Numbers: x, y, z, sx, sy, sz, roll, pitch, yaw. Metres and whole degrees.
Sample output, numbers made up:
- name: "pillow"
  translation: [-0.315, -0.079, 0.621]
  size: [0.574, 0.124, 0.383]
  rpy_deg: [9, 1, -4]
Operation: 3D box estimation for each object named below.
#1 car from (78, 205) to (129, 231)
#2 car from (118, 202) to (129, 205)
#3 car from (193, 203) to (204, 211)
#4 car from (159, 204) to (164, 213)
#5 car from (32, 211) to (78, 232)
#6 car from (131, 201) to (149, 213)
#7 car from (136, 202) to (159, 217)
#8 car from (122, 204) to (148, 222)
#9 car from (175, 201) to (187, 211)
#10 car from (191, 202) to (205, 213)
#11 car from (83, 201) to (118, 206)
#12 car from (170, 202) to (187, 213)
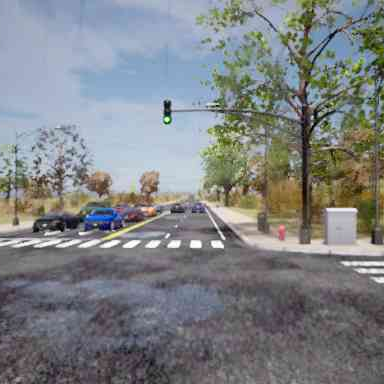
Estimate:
- name: "car"
  translation: [-6.313, 1.945, 24.418]
  size: [1.882, 1.535, 5.008]
  rpy_deg: [0, -1, 2]
- name: "car"
  translation: [-9.109, 2.223, 43.238]
  size: [2.097, 1.767, 4.553]
  rpy_deg: [0, -1, 2]
- name: "car"
  translation: [1.220, 2.840, 63.227]
  size: [1.994, 1.385, 4.181]
  rpy_deg: [0, -1, 1]
- name: "car"
  translation: [-5.584, 2.617, 52.882]
  size: [2.033, 1.411, 5.357]
  rpy_deg: [0, -1, 2]
- name: "car"
  translation: [-9.579, 2.020, 23.738]
  size: [1.994, 1.385, 4.181]
  rpy_deg: [0, -1, 2]
- name: "car"
  translation: [-8.722, 2.496, 56.363]
  size: [2.097, 1.767, 4.553]
  rpy_deg: [0, -1, 2]
- name: "car"
  translation: [-5.862, 2.212, 42.870]
  size: [2.097, 1.767, 4.553]
  rpy_deg: [0, -1, 2]
- name: "car"
  translation: [-6.086, 2.223, 33.394]
  size: [1.994, 1.385, 4.181]
  rpy_deg: [0, -1, 2]
- name: "car"
  translation: [-2.030, 2.633, 63.279]
  size: [2.097, 1.767, 4.553]
  rpy_deg: [0, -1, 1]
- name: "car"
  translation: [0.975, 2.421, 53.137]
  size: [2.097, 1.767, 4.553]
  rpy_deg: [0, -1, 1]
- name: "car"
  translation: [-9.354, 1.878, 33.091]
  size: [2.150, 2.045, 5.566]
  rpy_deg: [0, -1, 2]
- name: "car"
  translation: [-2.273, 2.426, 53.249]
  size: [2.097, 1.767, 4.553]
  rpy_deg: [0, -1, 1]
